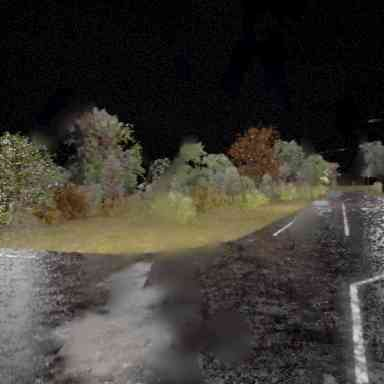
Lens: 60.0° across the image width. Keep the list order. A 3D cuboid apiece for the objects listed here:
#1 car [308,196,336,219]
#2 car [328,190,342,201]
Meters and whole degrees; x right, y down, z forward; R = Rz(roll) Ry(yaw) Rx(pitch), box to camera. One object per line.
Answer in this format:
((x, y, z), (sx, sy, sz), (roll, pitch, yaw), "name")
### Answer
((10.688, 1.389, 27.580), (1.812, 1.442, 4.674), (-3, -1, 24), "car")
((28.383, 0.727, 65.916), (2.150, 2.045, 5.566), (-3, -1, 29), "car")
